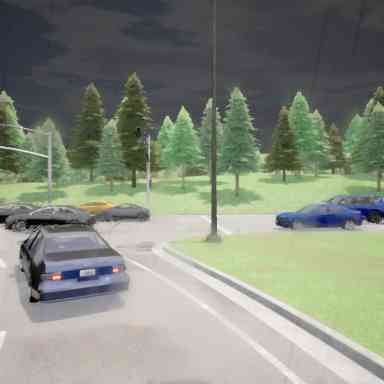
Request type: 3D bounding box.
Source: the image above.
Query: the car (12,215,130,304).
[{"bbox_3d":[-3.206,1.548,8.360,2.033,1.411,5.357,0,0,-30],"label":"car"}]

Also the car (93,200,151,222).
[{"bbox_3d":[-5.283,1.565,25.889,4.181,1.385,1.994,0,0,-5],"label":"car"}]

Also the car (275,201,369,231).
[{"bbox_3d":[7.532,1.478,19.943,5.008,1.535,1.882,0,0,-5],"label":"car"}]

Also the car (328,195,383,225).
[{"bbox_3d":[10.969,1.222,23.744,5.566,2.045,2.150,0,0,-5],"label":"car"}]

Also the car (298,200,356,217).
[{"bbox_3d":[12.493,1.526,30.876,4.674,1.442,1.812,0,0,-5],"label":"car"}]

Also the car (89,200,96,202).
[{"bbox_3d":[-8.562,1.479,29.125,5.008,1.535,1.882,0,0,-5],"label":"car"}]

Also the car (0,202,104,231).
[{"bbox_3d":[-7.770,1.492,18.654,4.902,1.511,2.128,0,0,-5],"label":"car"}]
